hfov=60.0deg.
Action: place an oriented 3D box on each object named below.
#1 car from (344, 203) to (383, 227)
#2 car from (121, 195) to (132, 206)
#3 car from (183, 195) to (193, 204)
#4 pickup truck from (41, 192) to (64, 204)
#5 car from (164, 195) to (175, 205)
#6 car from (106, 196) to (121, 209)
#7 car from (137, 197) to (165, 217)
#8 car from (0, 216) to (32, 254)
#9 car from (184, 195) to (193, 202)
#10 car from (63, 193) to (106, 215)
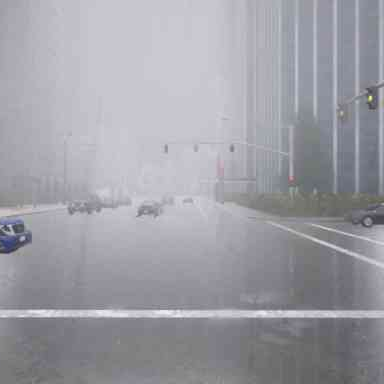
[{"bbox_3d":[12.630,1.505,21.981,4.892,1.490,1.837,0,0,0],"label":"car"},{"bbox_3d":[-11.251,1.352,54.523,2.097,1.767,4.553,0,0,-1],"label":"car"},{"bbox_3d":[-0.754,1.526,65.241,1.812,1.442,4.674,0,0,0],"label":"car"},{"bbox_3d":[-24.331,1.059,59.937,2.390,2.098,6.274,0,0,30],"label":"pickup truck"},{"bbox_3d":[-4.083,1.352,56.719,2.097,1.767,4.553,0,0,0],"label":"car"},{"bbox_3d":[-11.176,1.564,44.316,1.994,1.385,4.181,0,0,-1],"label":"car"},{"bbox_3d":[-3.903,1.526,30.958,1.812,1.442,4.674,0,0,2],"label":"car"},{"bbox_3d":[-8.486,1.221,11.240,5.566,2.045,2.150,0,0,0],"label":"car"},{"bbox_3d":[-0.841,1.387,75.492,1.882,1.535,5.008,0,0,0],"label":"car"},{"bbox_3d":[-11.091,1.221,34.787,2.150,2.045,5.566,0,0,-1],"label":"car"}]
